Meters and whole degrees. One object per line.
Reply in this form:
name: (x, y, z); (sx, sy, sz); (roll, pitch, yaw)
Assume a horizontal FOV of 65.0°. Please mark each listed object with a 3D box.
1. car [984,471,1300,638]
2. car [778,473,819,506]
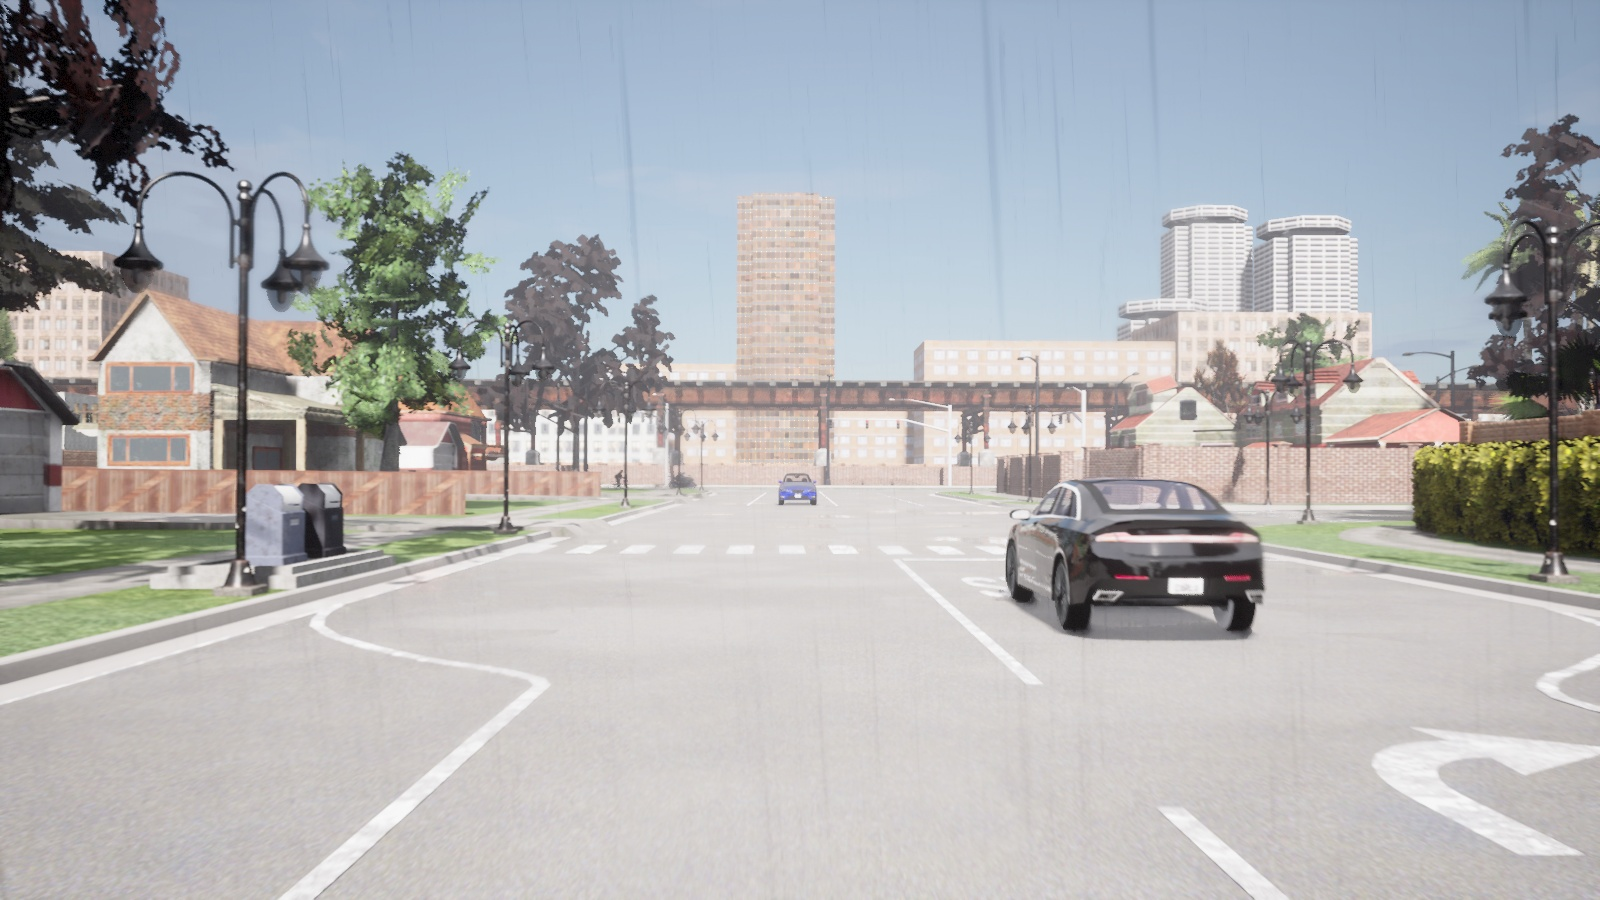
car: (3.465, 0.989, 13.850); (2.128, 1.511, 4.902); (0, -1, 0)
car: (-0.111, 1.805, 58.298); (1.816, 1.474, 4.193); (0, -1, -1)
